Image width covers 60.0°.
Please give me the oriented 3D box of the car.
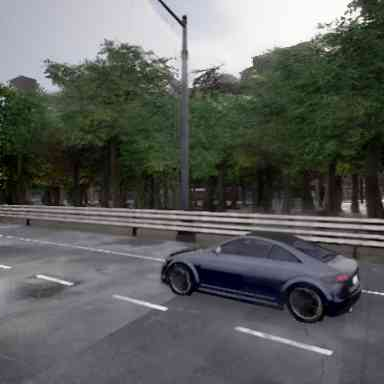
[{"bbox_3d":[1.329,1.568,7.221,4.181,1.385,1.994,0,0,36],"label":"car"}]
